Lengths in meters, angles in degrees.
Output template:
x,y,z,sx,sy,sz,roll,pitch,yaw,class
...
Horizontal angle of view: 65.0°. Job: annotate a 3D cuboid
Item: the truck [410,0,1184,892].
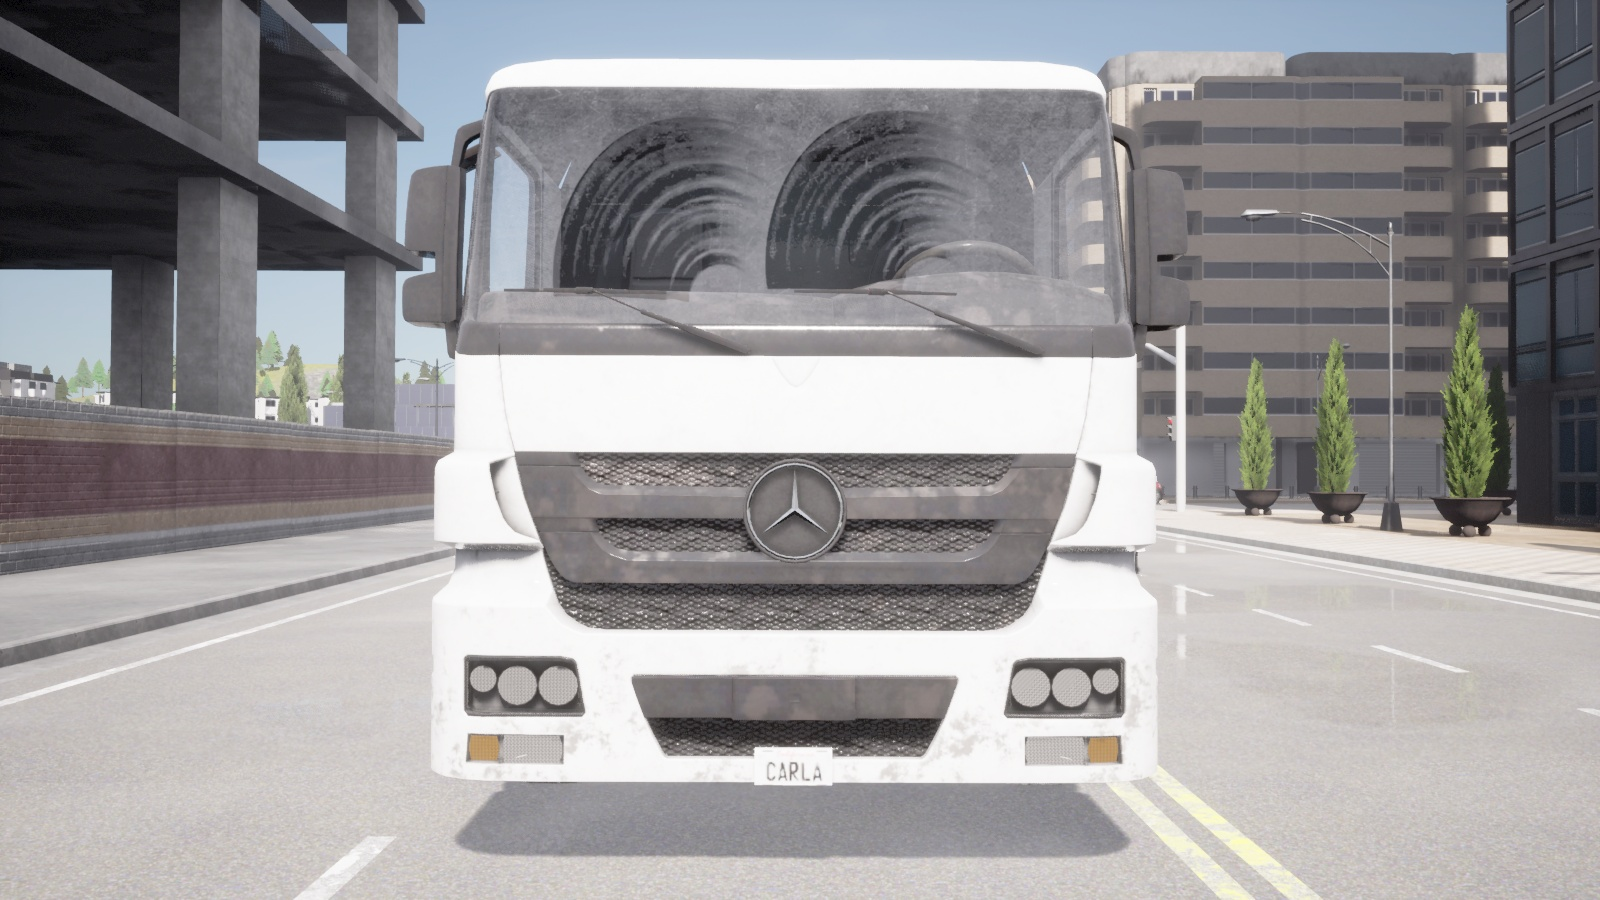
x,y,z,sx,sy,sz,roll,pitch,yaw,class
-0.027,-0.022,8.684,2.891,3.462,7.936,0,-1,0,truck
